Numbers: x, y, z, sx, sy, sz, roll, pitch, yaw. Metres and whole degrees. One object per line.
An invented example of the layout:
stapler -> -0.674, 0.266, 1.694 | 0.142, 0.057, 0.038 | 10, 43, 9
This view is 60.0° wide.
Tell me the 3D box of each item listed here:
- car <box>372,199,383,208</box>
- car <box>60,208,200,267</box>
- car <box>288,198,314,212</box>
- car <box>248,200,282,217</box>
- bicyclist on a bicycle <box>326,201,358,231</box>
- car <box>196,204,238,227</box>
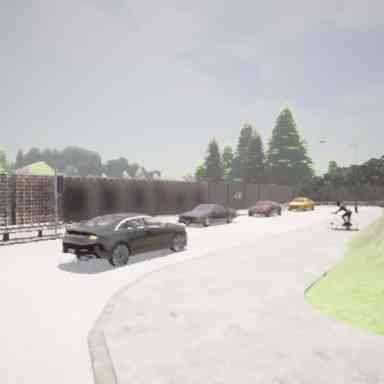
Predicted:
car -> 27.665, 1.544, 45.412 | 5.357, 1.411, 2.033 | 0, 0, 17
car -> -2.054, 1.481, 11.502 | 2.128, 1.511, 4.902 | 0, 0, 35
car -> 12.965, 1.462, 39.452 | 1.882, 1.535, 5.008 | 0, 0, 36
car -> 6.862, 1.510, 30.942 | 1.812, 1.442, 4.674 | 0, 0, 35
bicyclist on a bicycle -> 8.353, 1.344, 18.584 | 1.656, 1.620, 0.582 | 0, 0, 35
car -> 1.249, 1.532, 23.088 | 2.033, 1.411, 5.357 | 0, 0, 36
